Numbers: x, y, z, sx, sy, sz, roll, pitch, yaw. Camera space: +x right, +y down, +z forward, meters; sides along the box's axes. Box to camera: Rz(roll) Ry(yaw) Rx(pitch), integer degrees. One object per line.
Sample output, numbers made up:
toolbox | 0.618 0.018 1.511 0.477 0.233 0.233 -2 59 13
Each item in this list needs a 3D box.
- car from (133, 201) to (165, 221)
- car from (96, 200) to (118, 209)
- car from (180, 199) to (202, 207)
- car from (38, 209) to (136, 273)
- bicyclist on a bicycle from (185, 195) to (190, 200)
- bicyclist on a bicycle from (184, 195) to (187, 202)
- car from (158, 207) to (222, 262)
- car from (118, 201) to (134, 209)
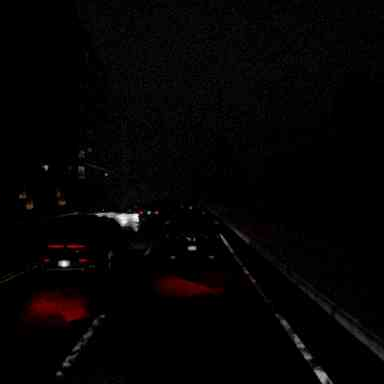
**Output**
car | -3.346 1.668 28.244 2.033 1.411 5.357 0 0 0
car | -10.149 1.724 40.558 2.033 1.411 5.357 0 0 -1
car | -0.122 1.493 32.860 2.097 1.767 4.553 0 0 0
car | -3.245 1.552 10.854 1.837 1.490 4.892 0 0 0
bicyclist on a bicycle | -0.952 1.771 77.747 0.866 1.612 1.509 0 0 -4
bicyclist on a bicycle | -1.627 1.736 86.797 0.659 1.776 1.843 0 0 -5
car | 0.001 1.529 12.385 1.882 1.535 5.008 0 0 0
car | -6.876 1.769 38.782 1.895 1.301 4.718 0 0 -1
